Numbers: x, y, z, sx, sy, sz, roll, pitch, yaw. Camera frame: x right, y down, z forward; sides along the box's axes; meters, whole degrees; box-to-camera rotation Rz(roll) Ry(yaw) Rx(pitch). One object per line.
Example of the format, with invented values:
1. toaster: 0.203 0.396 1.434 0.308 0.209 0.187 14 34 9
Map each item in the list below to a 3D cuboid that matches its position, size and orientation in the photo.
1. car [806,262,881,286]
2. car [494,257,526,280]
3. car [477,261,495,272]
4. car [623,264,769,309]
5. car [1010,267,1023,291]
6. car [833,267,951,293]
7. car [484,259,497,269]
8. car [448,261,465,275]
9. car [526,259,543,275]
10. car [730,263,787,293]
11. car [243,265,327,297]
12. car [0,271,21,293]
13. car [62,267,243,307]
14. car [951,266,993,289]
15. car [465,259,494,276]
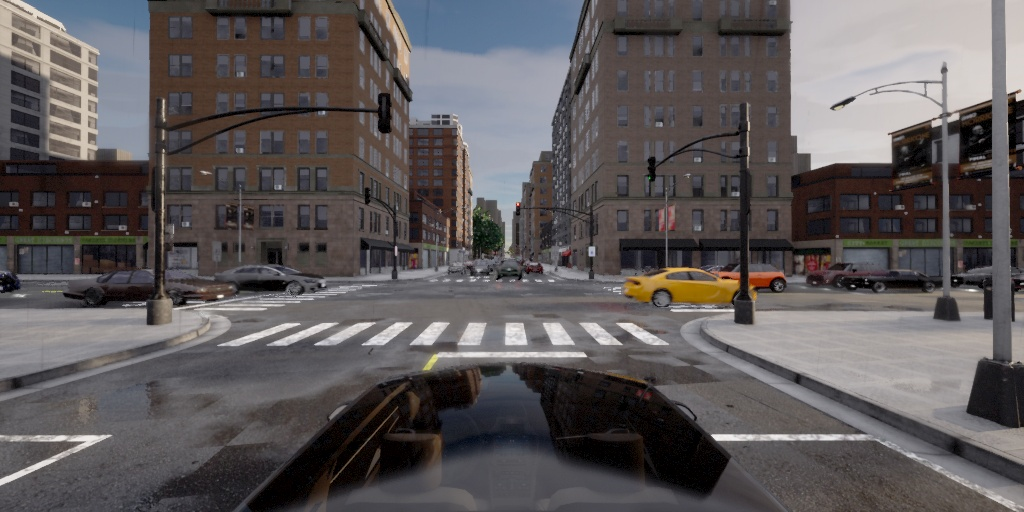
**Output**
1. car: 22.885 1.250 24.486 4.553 1.767 2.097 0 0 -1
2. car: -0.125 1.121 31.833 2.097 1.767 4.553 0 0 3
3. car: -3.376 1.340 47.395 2.033 1.411 5.357 0 0 -1
4. car: 7.056 1.226 14.410 5.008 1.535 1.882 0 0 0
5. car: 32.316 1.479 21.303 4.181 1.385 1.994 0 0 -1
6. car: 22.377 1.470 21.232 4.718 1.301 1.895 0 0 -1
7. car: -3.487 1.321 57.776 1.837 1.490 4.892 0 0 0
8. car: -6.064 1.329 39.847 2.007 1.370 4.403 0 0 -1
9. car: 2.461 1.324 39.940 1.888 1.381 4.507 0 0 -1
10. car: 13.391 1.181 21.163 4.553 1.767 2.097 0 0 0
11. car: -11.890 1.184 17.776 4.902 1.511 2.128 0 0 -4
12. car: -27.144 0.981 17.397 4.553 1.767 2.097 0 0 0
13. car: -14.257 1.202 14.246 5.357 1.411 2.033 0 0 0
14. car: 32.769 1.448 24.556 4.892 1.490 1.837 0 0 0
15. car: -3.268 1.267 37.591 2.128 1.511 4.902 0 0 0
